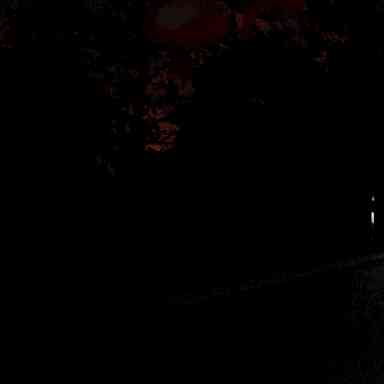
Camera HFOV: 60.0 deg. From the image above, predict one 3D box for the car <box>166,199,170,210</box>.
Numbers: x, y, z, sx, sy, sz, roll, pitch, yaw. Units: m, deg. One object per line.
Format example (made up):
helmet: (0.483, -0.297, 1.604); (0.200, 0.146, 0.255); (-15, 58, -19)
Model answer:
car: (-4.263, 2.328, 51.556); (1.946, 1.575, 5.366); (0, 0, -36)

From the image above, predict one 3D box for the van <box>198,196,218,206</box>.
van: (3.494, 2.017, 73.254); (1.878, 1.987, 4.442); (0, 0, -36)

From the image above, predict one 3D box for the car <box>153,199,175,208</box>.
car: (-5.695, 2.311, 66.826); (2.231, 1.521, 4.892); (0, 0, -36)

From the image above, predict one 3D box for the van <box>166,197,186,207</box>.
van: (-3.347, 2.072, 68.367); (1.878, 1.987, 4.442); (0, 0, -36)

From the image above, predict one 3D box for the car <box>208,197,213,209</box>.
car: (2.391, 2.057, 56.570); (2.435, 2.045, 5.566); (0, 0, -36)

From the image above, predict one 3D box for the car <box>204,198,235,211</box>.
car: (4.683, 2.043, 58.138); (2.435, 2.045, 5.566); (0, 0, -36)

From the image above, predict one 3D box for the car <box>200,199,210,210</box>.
car: (0.167, 2.349, 54.912); (2.163, 1.488, 4.792); (0, 0, -36)
